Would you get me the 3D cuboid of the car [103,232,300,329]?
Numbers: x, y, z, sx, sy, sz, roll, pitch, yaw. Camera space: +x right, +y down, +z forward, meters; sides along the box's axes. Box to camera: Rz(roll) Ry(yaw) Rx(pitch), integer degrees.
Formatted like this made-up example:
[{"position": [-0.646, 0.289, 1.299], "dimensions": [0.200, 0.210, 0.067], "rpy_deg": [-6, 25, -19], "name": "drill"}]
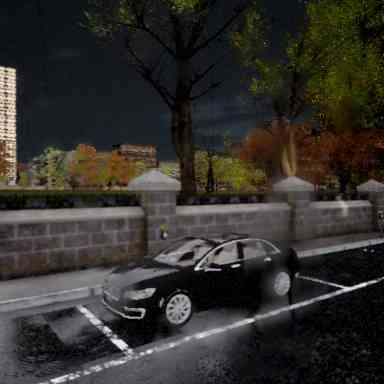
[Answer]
[{"position": [0.400, 1.553, 6.848], "dimensions": [4.403, 1.369, 2.008], "rpy_deg": [0, 0, -36], "name": "car"}]
